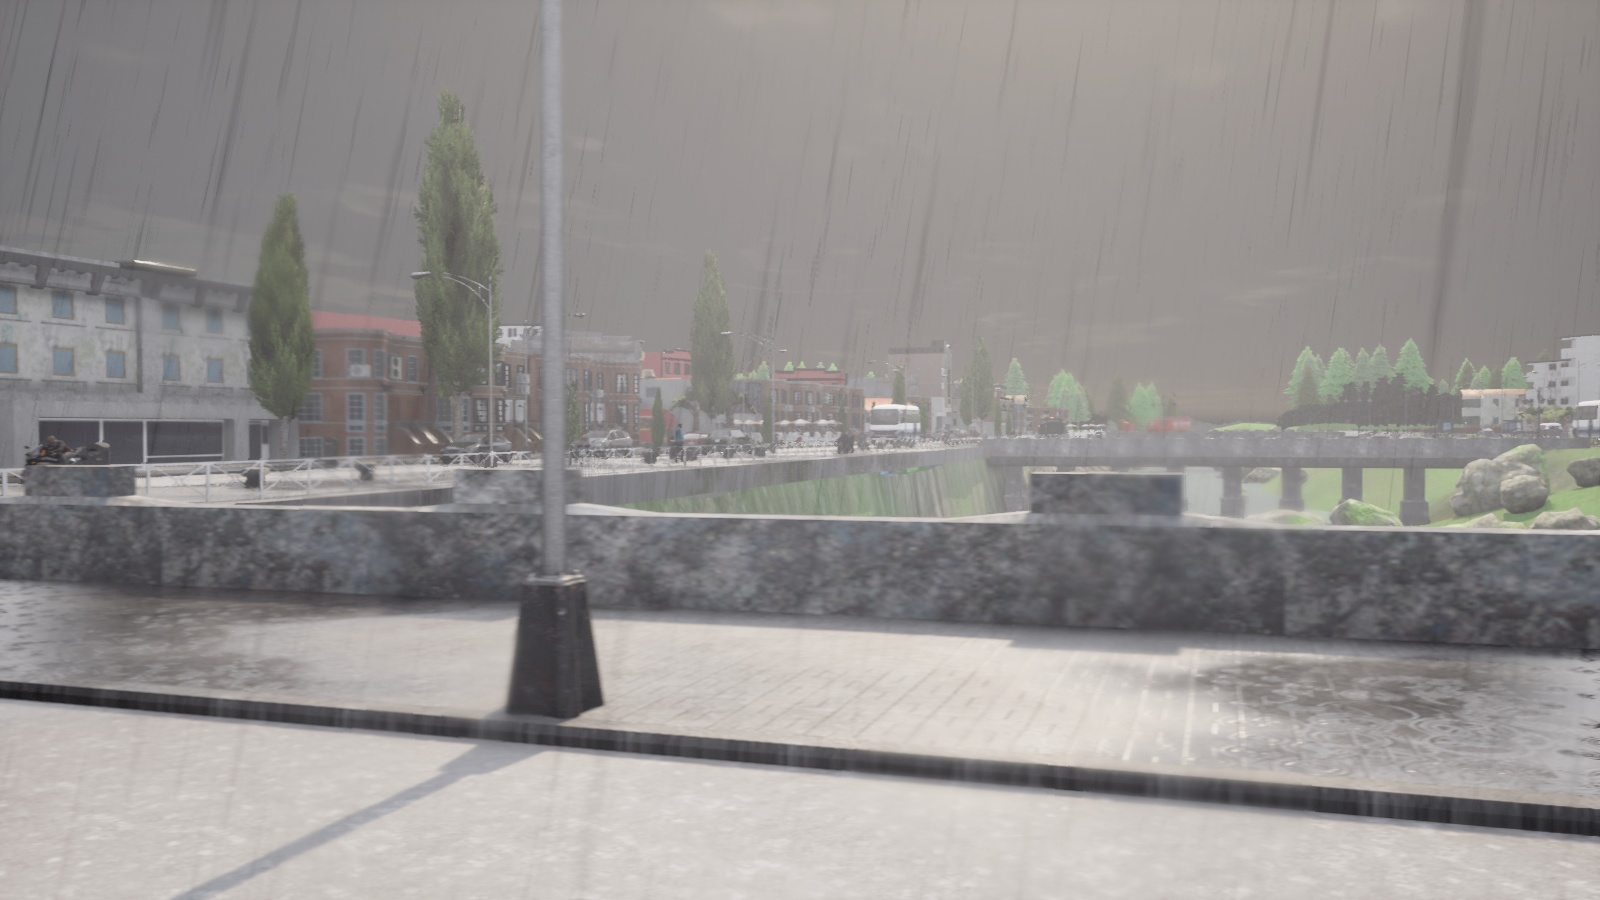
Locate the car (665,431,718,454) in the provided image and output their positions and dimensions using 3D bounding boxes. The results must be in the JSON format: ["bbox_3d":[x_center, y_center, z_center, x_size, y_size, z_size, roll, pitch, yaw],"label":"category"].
[{"bbox_3d":[-7.165,-0.512,83.527,1.812,1.442,4.674,1,1,19],"label":"car"}]

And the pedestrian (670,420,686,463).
[{"bbox_3d":[-5.457,-0.385,56.251,0.396,1.930,0.692,1,1,23],"label":"pedestrian"}]

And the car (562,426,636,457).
[{"bbox_3d":[-11.321,-0.511,71.157,2.242,1.667,4.611,1,1,19],"label":"car"}]

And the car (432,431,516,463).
[{"bbox_3d":[-15.327,-0.166,59.244,1.816,1.474,4.193,1,1,19],"label":"car"}]

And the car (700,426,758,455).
[{"bbox_3d":[-4.438,-0.598,79.084,2.097,1.767,4.553,1,1,19],"label":"car"}]

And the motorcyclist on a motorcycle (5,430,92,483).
[{"bbox_3d":[-22.553,0.172,37.747,0.866,1.530,2.191,1,1,19],"label":"motorcyclist on a motorcycle"}]
